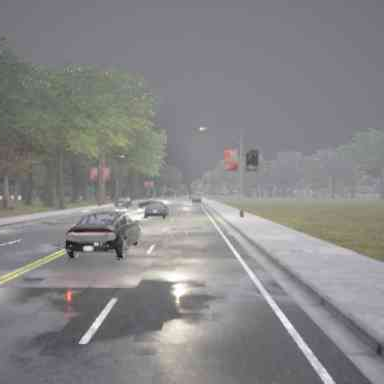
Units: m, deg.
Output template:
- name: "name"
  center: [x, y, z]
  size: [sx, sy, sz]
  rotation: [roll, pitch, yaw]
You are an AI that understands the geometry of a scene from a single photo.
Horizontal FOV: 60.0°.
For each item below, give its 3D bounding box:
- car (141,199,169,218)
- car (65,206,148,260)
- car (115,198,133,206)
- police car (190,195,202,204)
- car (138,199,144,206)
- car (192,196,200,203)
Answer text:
- name: "car"
  center: [-3.151, 1.605, 30.272]
  size: [1.994, 1.385, 4.181]
  rotation: [0, 0, 0]
- name: "car"
  center: [-3.151, 1.508, 12.536]
  size: [2.128, 1.511, 4.902]
  rotation: [0, 0, 0]
- name: "car"
  center: [-9.830, 1.562, 48.029]
  size: [2.128, 1.511, 4.902]
  rotation: [0, 0, 0]
- name: "police car"
  center: [0.972, 1.546, 67.766]
  size: [1.930, 1.638, 5.238]
  rotation: [0, 0, 0]
- name: "car"
  center: [-6.582, 1.673, 48.135]
  size: [1.895, 1.301, 4.718]
  rotation: [0, 0, 0]
- name: "car"
  center: [0.972, 1.625, 77.656]
  size: [1.882, 1.535, 5.008]
  rotation: [0, 0, 0]
